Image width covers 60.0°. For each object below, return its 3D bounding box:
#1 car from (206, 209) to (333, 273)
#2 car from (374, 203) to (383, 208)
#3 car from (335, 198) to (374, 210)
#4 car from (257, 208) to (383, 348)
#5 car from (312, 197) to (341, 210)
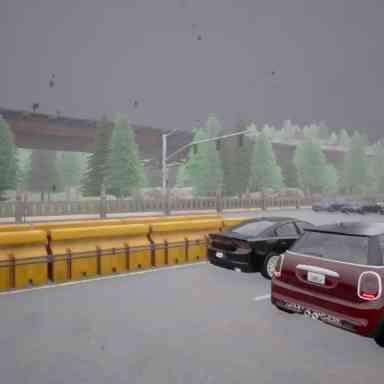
[{"bbox_3d":[2.738,1.478,10.027,5.008,1.535,1.882,0,0,-35],"label":"car"},{"bbox_3d":[19.027,1.505,30.452,4.892,1.490,1.837,0,0,-35],"label":"car"},{"bbox_3d":[17.013,1.547,33.315,5.357,1.411,2.033,0,0,-35],"label":"car"},{"bbox_3d":[3.660,1.352,6.395,4.553,1.767,2.097,0,0,-35],"label":"car"},{"bbox_3d":[15.103,1.352,36.251,4.553,1.767,2.097,0,0,-35],"label":"car"}]
